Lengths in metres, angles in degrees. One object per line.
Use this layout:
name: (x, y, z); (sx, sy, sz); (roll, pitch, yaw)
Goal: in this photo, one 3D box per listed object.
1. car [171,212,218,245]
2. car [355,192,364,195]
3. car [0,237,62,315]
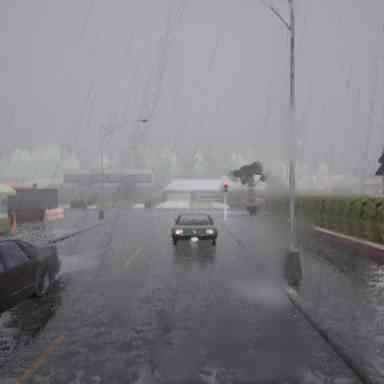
car: (0.099, 1.586, 15.312); (1.895, 1.301, 4.718); (0, 0, 0)
car: (38.001, 0.904, 74.567); (1.905, 1.878, 3.866); (0, 0, 0)
car: (-4.050, 1.542, 5.698); (2.033, 1.411, 5.357); (0, 0, 1)
